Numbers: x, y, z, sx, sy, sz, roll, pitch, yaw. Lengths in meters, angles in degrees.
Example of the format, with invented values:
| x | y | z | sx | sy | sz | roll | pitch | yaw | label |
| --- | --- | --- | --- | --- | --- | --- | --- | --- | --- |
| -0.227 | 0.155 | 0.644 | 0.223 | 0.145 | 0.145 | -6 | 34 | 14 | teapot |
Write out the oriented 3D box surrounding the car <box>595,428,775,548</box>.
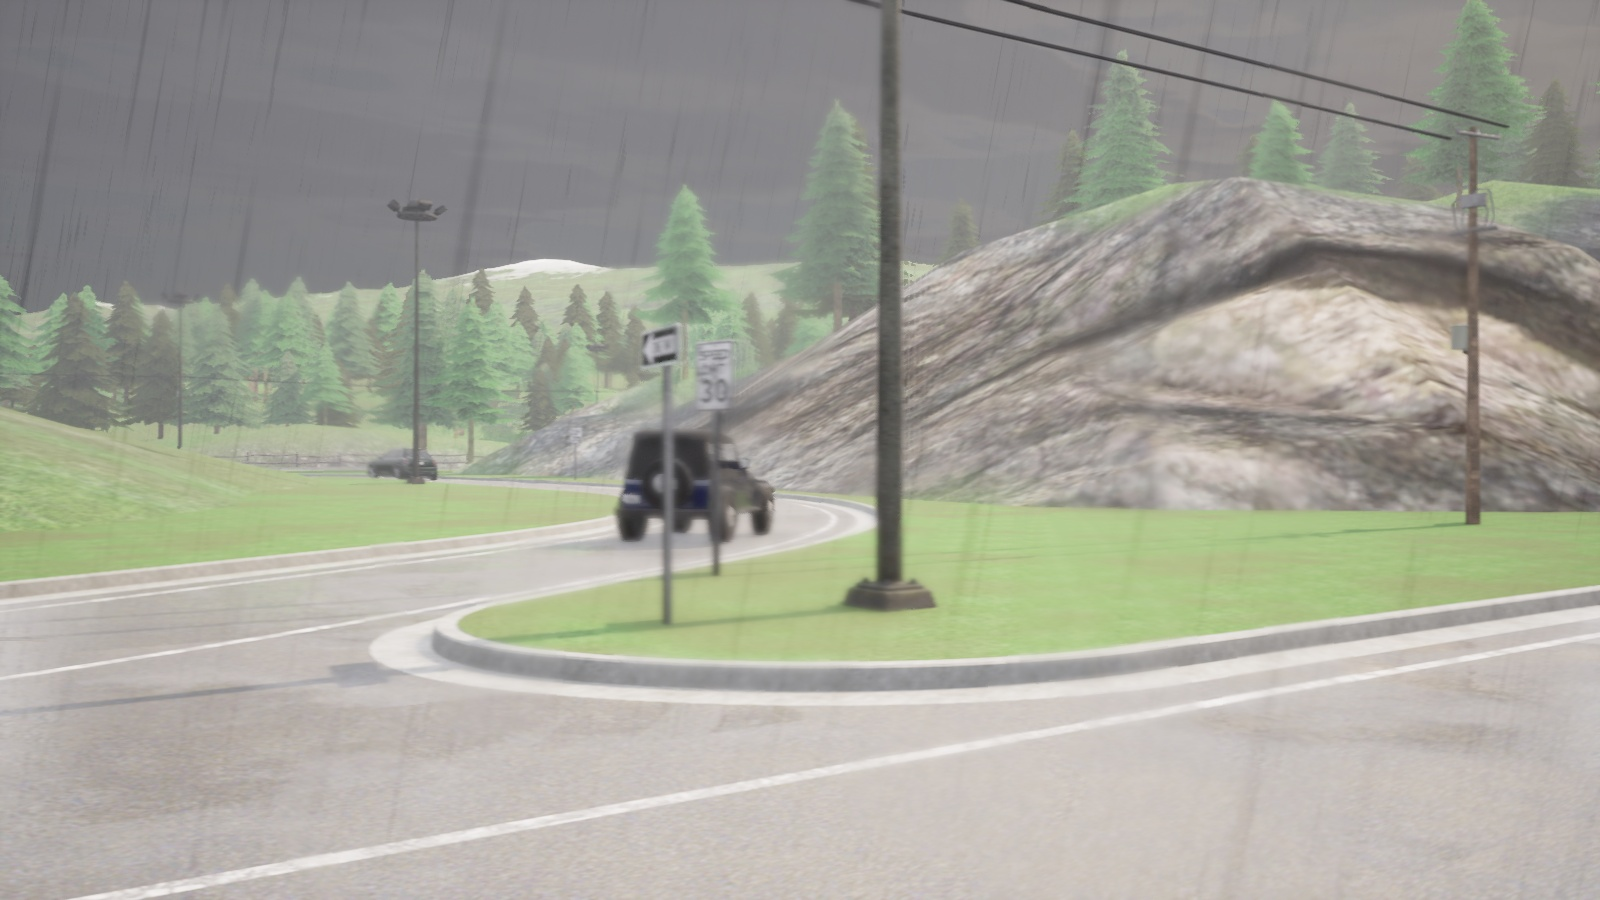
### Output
| x | y | z | sx | sy | sz | roll | pitch | yaw | label |
| --- | --- | --- | --- | --- | --- | --- | --- | --- | --- |
| -1.870 | 0.598 | 21.739 | 1.905 | 1.878 | 3.866 | 0 | 0 | 15 | car |

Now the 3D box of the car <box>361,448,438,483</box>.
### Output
| x | y | z | sx | sy | sz | roll | pitch | yaw | label |
| --- | --- | --- | --- | --- | --- | --- | --- | --- | --- |
| -21.375 | 0.813 | 66.921 | 2.097 | 1.767 | 4.553 | 0 | 0 | -43 | car |
